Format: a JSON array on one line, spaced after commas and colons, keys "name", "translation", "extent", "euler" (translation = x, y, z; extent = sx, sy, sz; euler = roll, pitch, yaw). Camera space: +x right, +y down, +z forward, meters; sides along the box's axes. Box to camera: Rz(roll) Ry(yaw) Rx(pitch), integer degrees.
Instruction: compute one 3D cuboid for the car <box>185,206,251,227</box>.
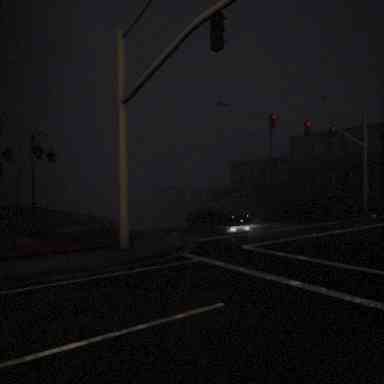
[{"name": "car", "translation": [1.593, 1.668, 23.324], "extent": [2.033, 1.411, 5.357], "euler": [0, -4, -36]}]
